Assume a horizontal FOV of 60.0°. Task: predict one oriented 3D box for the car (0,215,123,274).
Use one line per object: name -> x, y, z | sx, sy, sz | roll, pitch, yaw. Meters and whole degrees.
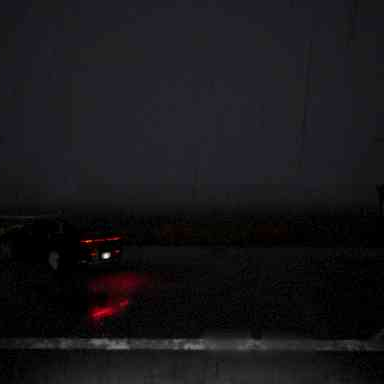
car -> -4.291, 1.498, 10.596 | 4.892, 1.490, 1.837 | 0, -3, 37
